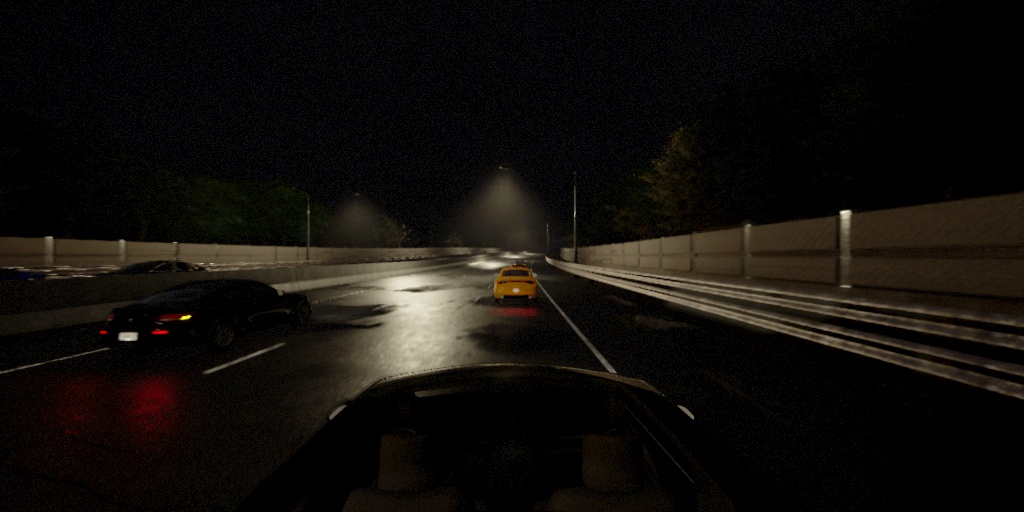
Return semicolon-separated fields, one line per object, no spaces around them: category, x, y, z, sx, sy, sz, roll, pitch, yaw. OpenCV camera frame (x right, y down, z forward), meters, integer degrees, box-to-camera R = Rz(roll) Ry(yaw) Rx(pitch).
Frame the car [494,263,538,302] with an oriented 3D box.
car;0.199;1.278;17.403;1.882;1.535;5.008;0;0;1

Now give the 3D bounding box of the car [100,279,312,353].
car;-6.884;1.286;8.752;1.812;1.442;4.674;0;0;0

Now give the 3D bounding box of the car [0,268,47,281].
car;-24.436;1.224;15.979;1.882;1.535;5.008;0;0;1

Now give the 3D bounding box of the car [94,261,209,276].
car;-17.402;0.983;17.524;1.837;1.490;4.892;0;0;1

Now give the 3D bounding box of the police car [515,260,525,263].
police car;1.115;1.296;50.797;2.038;1.542;4.974;0;0;2
